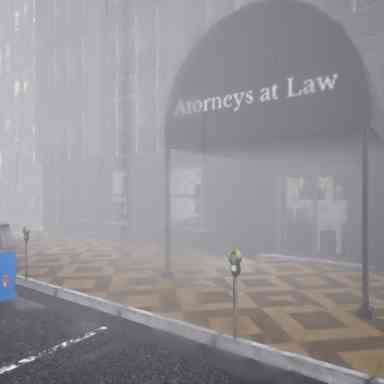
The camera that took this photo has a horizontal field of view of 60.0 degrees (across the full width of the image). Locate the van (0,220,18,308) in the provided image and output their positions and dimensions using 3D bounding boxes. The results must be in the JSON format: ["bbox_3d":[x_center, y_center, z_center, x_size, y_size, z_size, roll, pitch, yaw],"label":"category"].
[{"bbox_3d":[-5.103,1.341,6.534,3.998,1.788,1.690,0,0,36],"label":"van"}]
